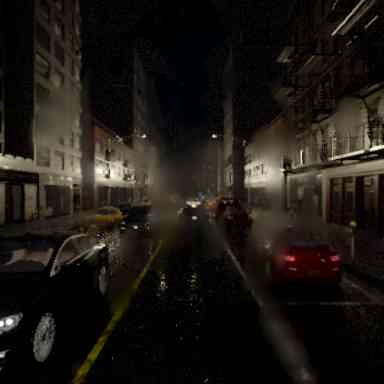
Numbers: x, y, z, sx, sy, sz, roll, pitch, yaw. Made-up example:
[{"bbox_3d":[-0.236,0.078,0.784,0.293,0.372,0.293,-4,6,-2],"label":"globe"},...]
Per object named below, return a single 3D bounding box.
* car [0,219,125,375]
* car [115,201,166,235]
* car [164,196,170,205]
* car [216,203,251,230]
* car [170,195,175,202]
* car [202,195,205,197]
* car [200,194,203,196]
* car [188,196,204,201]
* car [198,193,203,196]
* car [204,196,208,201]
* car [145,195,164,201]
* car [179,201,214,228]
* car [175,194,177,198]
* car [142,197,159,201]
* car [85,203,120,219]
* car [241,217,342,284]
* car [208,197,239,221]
[{"bbox_3d":[-2.825,1.492,5.862,2.128,1.511,4.902,0,0,0],"label":"car"},{"bbox_3d":[-2.781,1.501,18.921,1.837,1.490,4.892,0,0,0],"label":"car"},{"bbox_3d":[-5.226,1.412,54.725,1.967,1.590,4.097,0,0,0],"label":"car"},{"bbox_3d":[2.699,1.578,20.618,1.802,1.307,4.206,0,0,0],"label":"car"},{"bbox_3d":[-5.176,1.541,71.771,1.802,1.307,4.206,0,0,0],"label":"car"},{"bbox_3d":[2.782,1.526,49.024,2.008,1.369,4.403,0,0,0],"label":"car"},{"bbox_3d":[2.815,1.533,60.386,1.947,1.339,4.313,0,0,0],"label":"car"},{"bbox_3d":[0.234,1.580,45.029,1.895,1.301,4.718,0,0,0],"label":"car"},{"bbox_3d":[2.849,1.483,71.919,1.752,1.417,4.829,0,0,0],"label":"car"},{"bbox_3d":[2.749,1.424,37.661,1.967,1.590,4.097,0,0,0],"label":"car"},{"bbox_3d":[-5.259,1.295,43.362,2.192,1.841,5.009,0,0,0],"label":"car"},{"bbox_3d":[0.164,1.559,22.261,1.994,1.385,4.181,0,0,0],"label":"car"},{"bbox_3d":[-5.160,1.505,77.452,2.008,1.369,4.403,0,0,0],"label":"car"},{"bbox_3d":[-5.276,1.550,37.680,1.947,1.339,4.313,0,0,0],"label":"car"},{"bbox_3d":[-5.326,1.522,20.465,1.752,1.417,4.829,0,0,0],"label":"car"},{"bbox_3d":[2.666,1.582,9.255,1.802,1.307,4.206,0,0,0],"label":"car"},{"bbox_3d":[2.716,1.307,26.299,2.192,1.841,5.009,0,0,0],"label":"car"}]
